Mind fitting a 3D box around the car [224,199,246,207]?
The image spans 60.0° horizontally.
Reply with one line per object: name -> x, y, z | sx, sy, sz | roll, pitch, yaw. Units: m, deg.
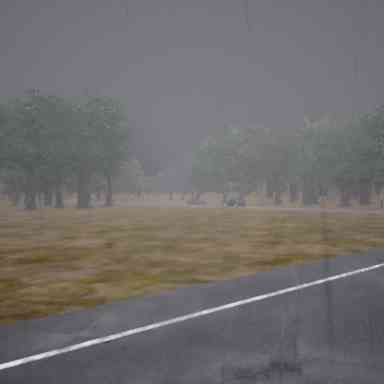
car -> 7.908, 2.015, 61.769 | 1.837, 1.490, 4.892 | 2, -2, -34

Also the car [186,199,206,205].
car -> 0.833, 2.127, 72.062 | 2.033, 1.411, 5.357 | 2, -2, -34
